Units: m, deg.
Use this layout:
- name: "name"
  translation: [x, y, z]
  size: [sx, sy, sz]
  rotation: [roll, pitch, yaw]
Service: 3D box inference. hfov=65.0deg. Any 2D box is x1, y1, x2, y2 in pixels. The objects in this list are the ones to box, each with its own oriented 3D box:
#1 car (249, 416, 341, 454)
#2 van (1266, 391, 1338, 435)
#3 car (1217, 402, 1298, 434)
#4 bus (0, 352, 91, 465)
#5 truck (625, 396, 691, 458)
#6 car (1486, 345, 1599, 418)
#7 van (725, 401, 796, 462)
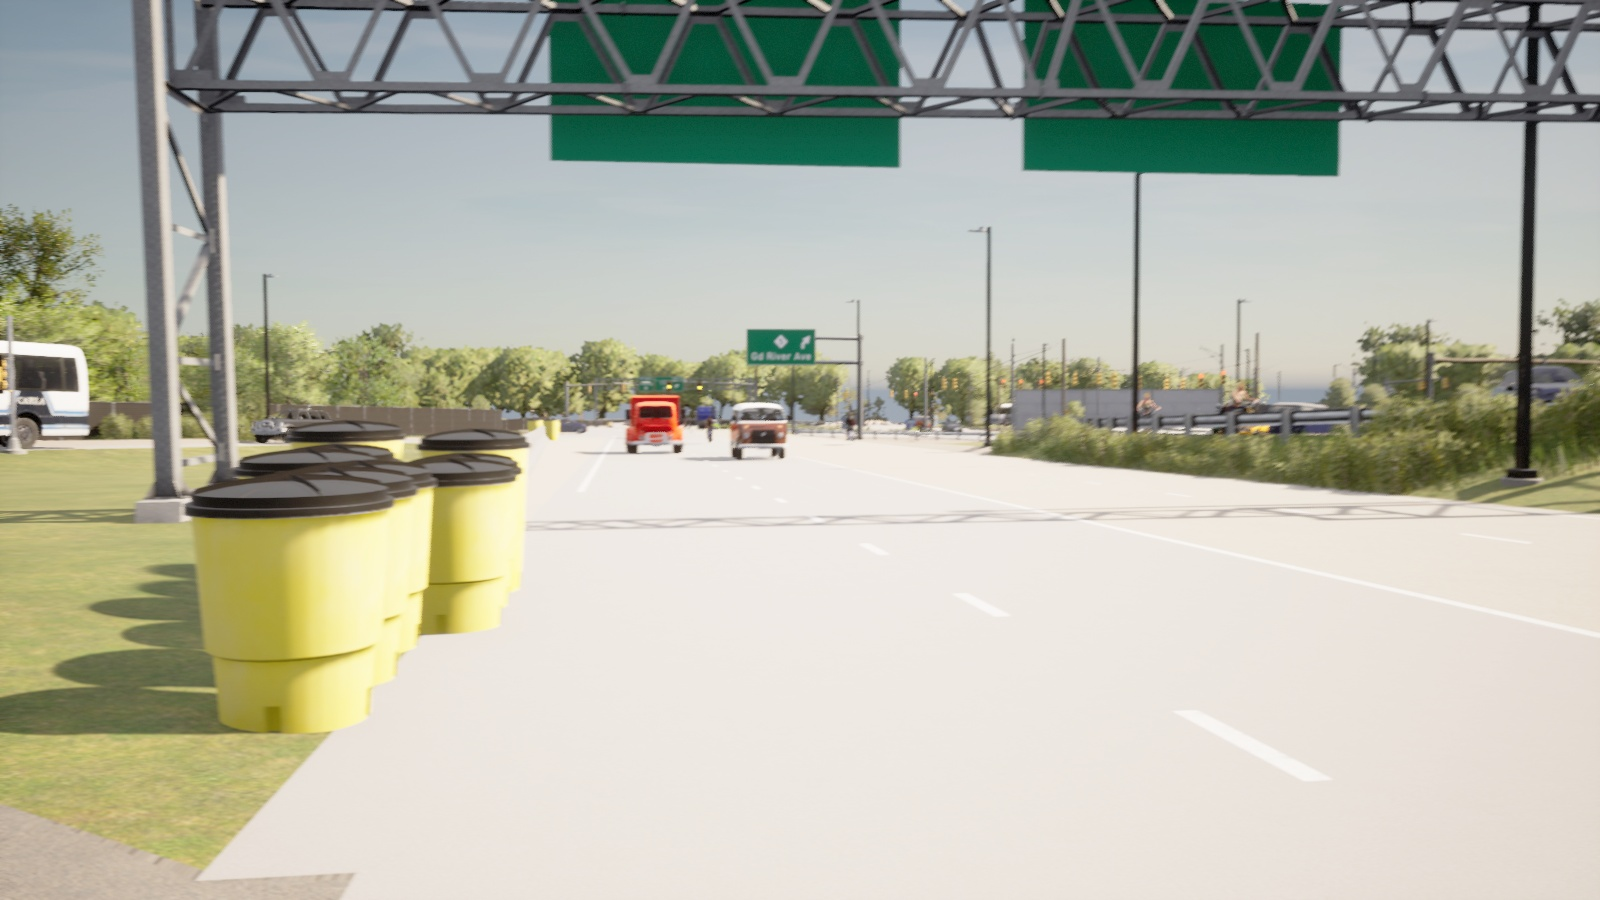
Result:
- name: "car"
  translation: [-26.047, -0.805, 64.940]
  size: [1.932, 1.855, 4.605]
  rotation: [0, 1, 18]
- name: "van"
  translation: [24.017, -1.737, 59.989]
  size: [1.775, 1.987, 4.442]
  rotation: [2, 1, 42]
- name: "car"
  translation: [23.969, -1.636, 65.659]
  size: [5.366, 1.575, 1.801]
  rotation: [0, 1, -44]
- name: "bus"
  translation: [-32.321, -1.532, 46.667]
  size: [3.944, 4.253, 10.273]
  rotation: [0, 1, 19]
- name: "truck"
  translation: [-6.195, -1.017, 54.293]
  size: [2.627, 2.467, 5.204]
  rotation: [-2, 1, -8]
- name: "car"
  translation: [17.561, -1.550, 29.420]
  size: [1.845, 1.501, 3.633]
  rotation: [-3, 0, 16]
- name: "van"
  translation: [-1.477, -0.697, 45.626]
  size: [2.069, 2.038, 4.480]
  rotation: [-2, 1, -8]
